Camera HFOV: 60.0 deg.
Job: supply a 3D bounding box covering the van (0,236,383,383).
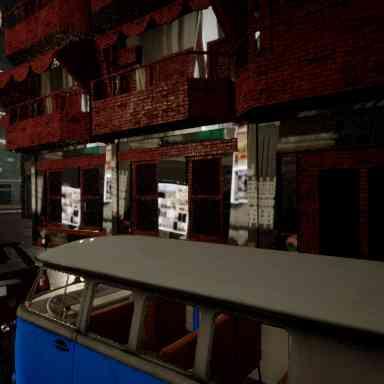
[{"bbox_3d":[0.200,1.341,2.592,3.998,1.788,1.690,0,-1,36],"label":"van"}]
